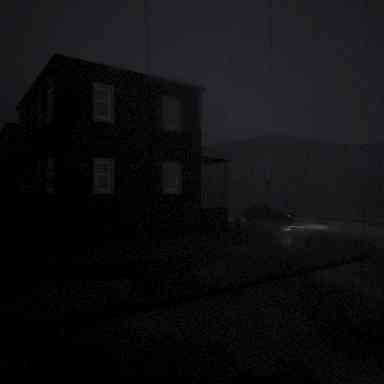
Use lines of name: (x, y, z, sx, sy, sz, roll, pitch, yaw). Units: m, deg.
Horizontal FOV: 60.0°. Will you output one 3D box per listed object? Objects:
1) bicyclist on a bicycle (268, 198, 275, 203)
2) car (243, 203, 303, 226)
bicyclist on a bicycle: (8.304, 1.348, 34.786, 1.656, 1.620, 0.582, 0, 0, -35)
car: (5.700, 1.525, 23.960, 1.812, 1.442, 4.674, 0, 0, -35)
